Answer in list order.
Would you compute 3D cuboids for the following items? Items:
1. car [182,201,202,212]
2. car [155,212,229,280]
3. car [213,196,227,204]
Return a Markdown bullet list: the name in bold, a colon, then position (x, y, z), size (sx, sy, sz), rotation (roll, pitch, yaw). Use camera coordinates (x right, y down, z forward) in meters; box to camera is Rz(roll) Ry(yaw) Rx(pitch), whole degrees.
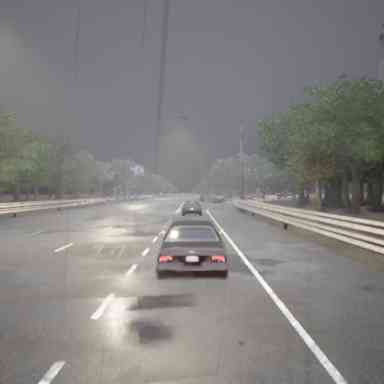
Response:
- **car**: position (0.016, 1.578, 33.536), size (1.994, 1.385, 4.181), rotation (0, 0, 0)
- **car**: position (0.003, 1.551, 9.975), size (2.033, 1.411, 5.357), rotation (0, 0, 0)
- **car**: position (5.431, 1.528, 65.177), size (1.812, 1.442, 4.674), rotation (0, 0, 20)
